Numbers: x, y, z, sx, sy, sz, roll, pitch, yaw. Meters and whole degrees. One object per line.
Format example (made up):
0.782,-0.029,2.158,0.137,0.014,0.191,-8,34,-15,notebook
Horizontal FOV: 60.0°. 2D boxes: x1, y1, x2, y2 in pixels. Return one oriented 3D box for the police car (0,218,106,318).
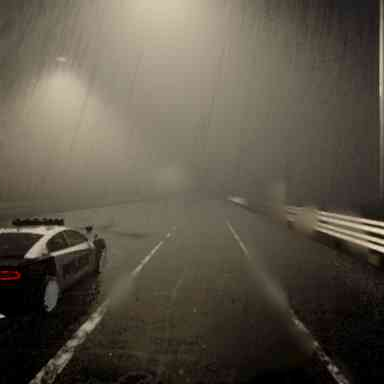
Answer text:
-3.429,1.426,7.638,1.930,1.638,5.238,0,0,3,police car
